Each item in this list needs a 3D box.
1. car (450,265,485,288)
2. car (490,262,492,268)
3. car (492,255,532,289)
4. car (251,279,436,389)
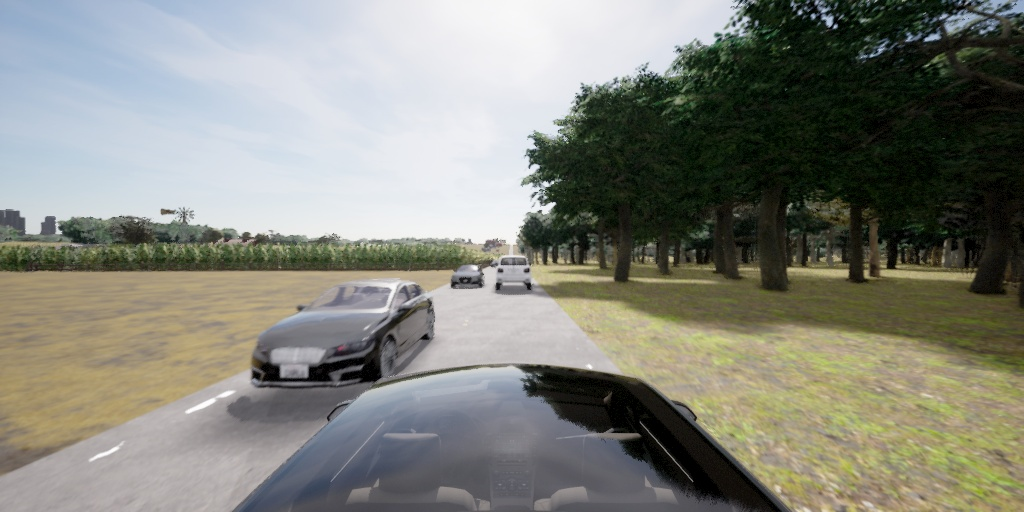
[{"bbox_3d":[-2.849,1.317,23.884,1.994,1.385,4.181,0,0,0],"label":"car"},{"bbox_3d":[-2.763,1.433,64.616,1.812,1.442,4.674,0,0,0],"label":"car"},{"bbox_3d":[0.096,0.977,23.157,2.150,2.045,5.566,0,0,0],"label":"car"},{"bbox_3d":[-2.821,1.239,7.129,2.128,1.511,4.902,0,0,0],"label":"car"}]
